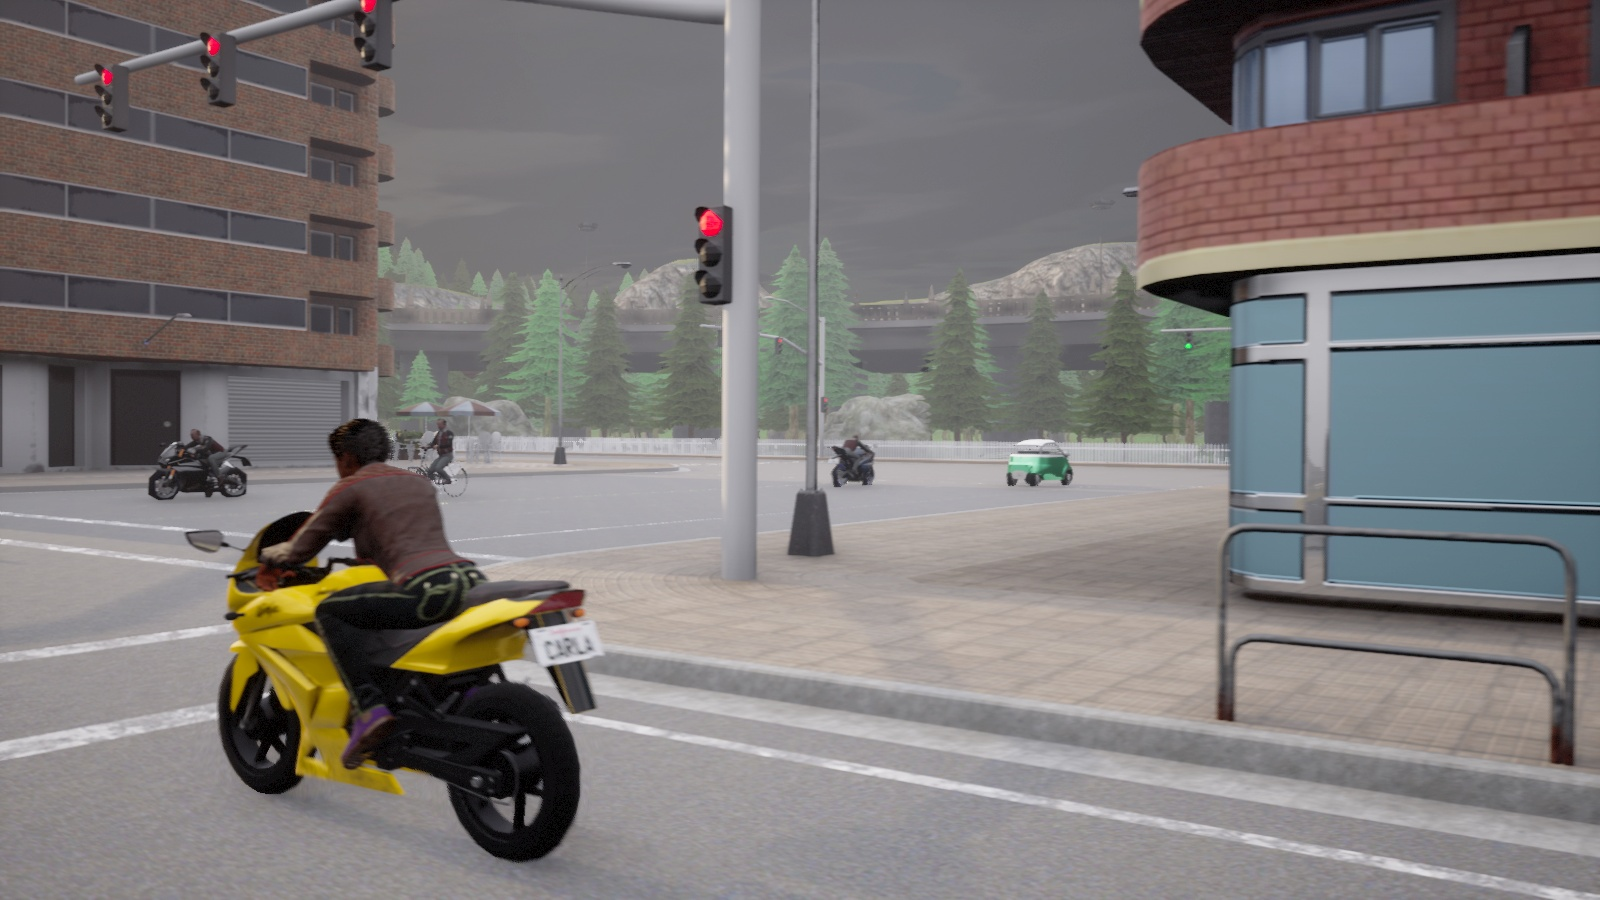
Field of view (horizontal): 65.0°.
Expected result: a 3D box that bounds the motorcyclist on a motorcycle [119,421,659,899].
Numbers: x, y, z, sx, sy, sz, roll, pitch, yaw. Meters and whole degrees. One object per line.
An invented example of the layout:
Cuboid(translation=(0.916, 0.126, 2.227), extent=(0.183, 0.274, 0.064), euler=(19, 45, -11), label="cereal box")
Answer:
Cuboid(translation=(-1.576, 0.670, 4.672), extent=(2.044, 1.523, 0.797), euler=(0, 1, 34), label="motorcyclist on a motorcycle")

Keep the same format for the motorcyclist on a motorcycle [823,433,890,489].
Cuboid(translation=(1.619, 0.294, 35.573), extent=(0.866, 1.530, 2.191), euler=(0, 1, 34), label="motorcyclist on a motorcycle")

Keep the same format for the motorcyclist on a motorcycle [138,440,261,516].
Cuboid(translation=(-12.753, 0.556, 26.741), extent=(0.866, 1.530, 2.191), euler=(0, 1, 34), label="motorcyclist on a motorcycle")

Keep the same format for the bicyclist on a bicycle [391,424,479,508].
Cuboid(translation=(-7.987, 0.332, 27.558), extent=(0.659, 1.776, 1.843), euler=(0, 1, 34), label="bicyclist on a bicycle")

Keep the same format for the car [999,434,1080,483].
Cuboid(translation=(7.105, 0.236, 37.167), extent=(1.481, 1.376, 2.207), euler=(0, 2, 39), label="car")
